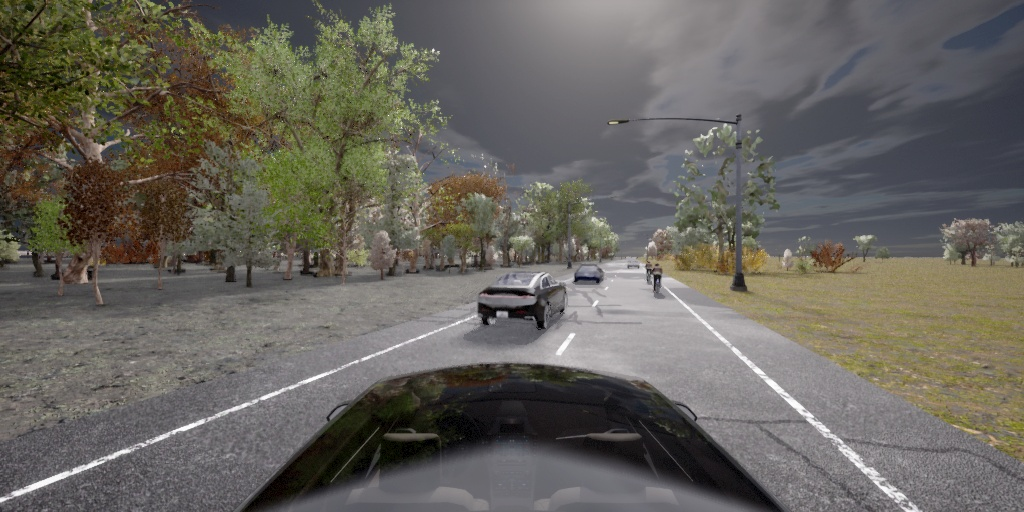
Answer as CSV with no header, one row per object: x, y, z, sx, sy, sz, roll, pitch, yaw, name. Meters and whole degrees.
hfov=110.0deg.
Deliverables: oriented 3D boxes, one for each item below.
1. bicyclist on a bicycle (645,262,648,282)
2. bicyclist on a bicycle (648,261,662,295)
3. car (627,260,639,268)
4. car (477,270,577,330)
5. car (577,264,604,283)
10.358,1.208,27.156,0.582,1.620,1.656,0,0,18,bicyclist on a bicycle
7.552,1.206,18.660,0.582,1.620,1.656,0,0,18,bicyclist on a bicycle
20.364,1.365,60.206,1.895,1.301,4.718,0,0,18,car
0.524,1.243,11.297,2.128,1.511,4.902,0,0,18,car
6.108,1.318,28.210,1.994,1.385,4.181,0,0,18,car
